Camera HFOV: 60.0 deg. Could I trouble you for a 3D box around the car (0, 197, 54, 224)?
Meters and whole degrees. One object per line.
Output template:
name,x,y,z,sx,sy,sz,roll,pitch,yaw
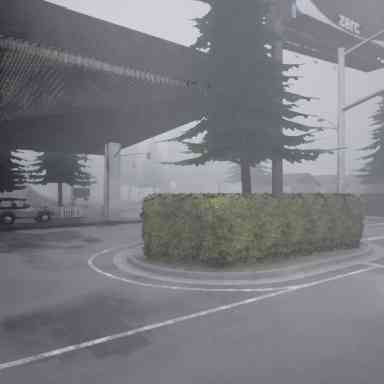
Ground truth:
car,-11.961,1.313,23.491,3.866,1.878,1.905,0,0,-36
